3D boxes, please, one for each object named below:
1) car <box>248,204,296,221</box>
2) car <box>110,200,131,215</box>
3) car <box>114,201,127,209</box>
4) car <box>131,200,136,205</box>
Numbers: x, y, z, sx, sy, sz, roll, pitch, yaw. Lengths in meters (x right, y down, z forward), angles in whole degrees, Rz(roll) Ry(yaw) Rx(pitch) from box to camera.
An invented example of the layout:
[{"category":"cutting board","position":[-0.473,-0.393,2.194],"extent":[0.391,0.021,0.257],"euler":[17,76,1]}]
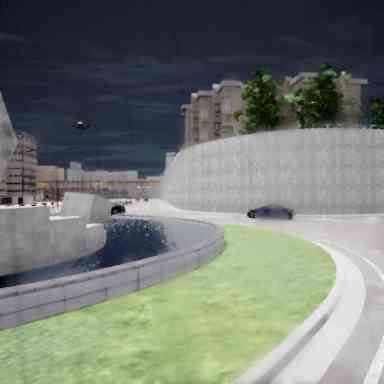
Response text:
[{"category":"car","position":[7.179,1.795,30.035],"extent":[4.181,1.385,1.994],"euler":[-1,0,31]},{"category":"car","position":[-10.139,2.003,38.674],"extent":[4.902,1.511,2.128],"euler":[-1,-1,6]},{"category":"car","position":[-13.311,2.347,61.828],"extent":[1.994,1.385,4.181],"euler":[-1,-1,-8]},{"category":"car","position":[-16.048,2.593,84.137],"extent":[1.994,1.385,4.181],"euler":[-1,-1,-6]}]
